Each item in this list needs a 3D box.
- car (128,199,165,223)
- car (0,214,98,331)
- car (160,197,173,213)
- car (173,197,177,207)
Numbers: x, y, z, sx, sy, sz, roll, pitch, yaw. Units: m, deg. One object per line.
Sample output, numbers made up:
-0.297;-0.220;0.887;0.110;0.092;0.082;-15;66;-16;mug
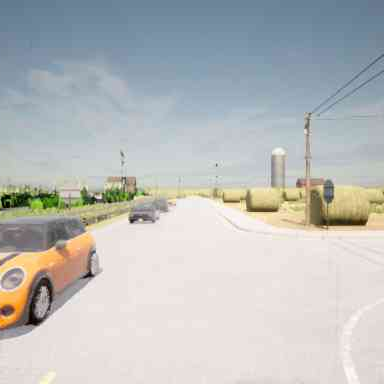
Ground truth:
-3.548;1.546;25.649;2.033;1.411;5.357;0;0;0;car
-3.583;1.353;7.078;2.097;1.767;4.553;0;0;0;car
-3.520;1.504;36.903;1.837;1.490;4.892;0;0;0;car
-3.462;1.475;52.288;1.882;1.535;5.008;0;0;1;car
